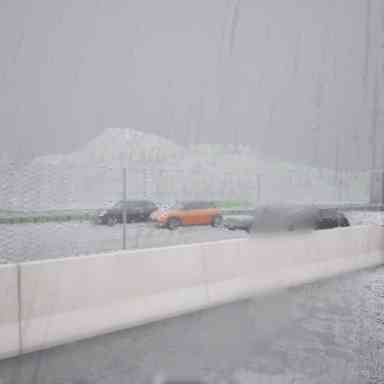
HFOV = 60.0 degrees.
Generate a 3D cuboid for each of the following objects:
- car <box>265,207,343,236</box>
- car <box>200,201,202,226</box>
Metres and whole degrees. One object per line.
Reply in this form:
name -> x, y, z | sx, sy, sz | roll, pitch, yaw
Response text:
car -> 5.301, 1.482, 15.603 | 4.892, 1.490, 1.837 | 0, 0, -31
car -> -0.347, 1.312, 20.330 | 4.553, 1.767, 2.097 | 0, 0, -31
